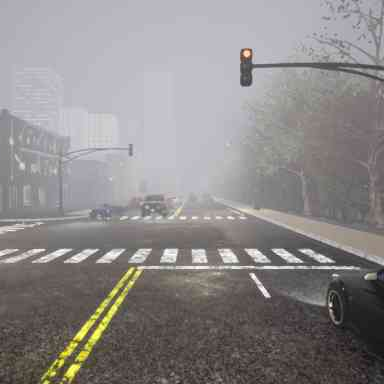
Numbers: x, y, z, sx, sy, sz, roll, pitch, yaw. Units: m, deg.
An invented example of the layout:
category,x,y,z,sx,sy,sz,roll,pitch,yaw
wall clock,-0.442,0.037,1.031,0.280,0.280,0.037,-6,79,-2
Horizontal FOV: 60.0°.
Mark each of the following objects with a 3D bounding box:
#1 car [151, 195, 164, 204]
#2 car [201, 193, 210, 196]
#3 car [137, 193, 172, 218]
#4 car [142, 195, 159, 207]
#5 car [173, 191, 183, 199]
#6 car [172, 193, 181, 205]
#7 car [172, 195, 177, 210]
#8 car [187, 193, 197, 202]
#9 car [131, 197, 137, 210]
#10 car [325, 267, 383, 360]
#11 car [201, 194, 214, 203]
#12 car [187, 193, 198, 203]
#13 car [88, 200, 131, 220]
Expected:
category,x,y,z,sx,sy,sz,roll,pitch,yaw
car,-6.508,1.454,63.515,1.882,1.535,5.008,0,0,1
car,3.306,1.195,76.875,2.150,2.045,5.566,0,0,0
car,-3.324,1.212,30.784,2.150,2.045,5.566,0,0,0
car,-6.551,1.333,52.622,2.097,1.767,4.553,0,0,0
car,-3.198,0.813,71.016,2.150,2.045,5.566,0,0,0
car,-3.296,1.458,55.931,1.882,1.535,5.008,0,0,0
car,-3.312,1.511,43.420,1.812,1.442,4.674,0,0,0
car,0.057,1.194,78.127,2.150,2.045,5.566,0,0,0
car,-6.566,1.339,40.073,2.097,1.767,4.553,0,0,0
car,3.352,1.563,4.257,1.994,1.385,4.181,0,0,0
car,3.399,1.576,66.895,1.895,1.301,4.718,0,0,0
car,0.150,1.452,67.934,1.882,1.535,5.008,0,0,0
car,-7.138,1.594,28.697,1.895,1.301,4.718,0,0,7
